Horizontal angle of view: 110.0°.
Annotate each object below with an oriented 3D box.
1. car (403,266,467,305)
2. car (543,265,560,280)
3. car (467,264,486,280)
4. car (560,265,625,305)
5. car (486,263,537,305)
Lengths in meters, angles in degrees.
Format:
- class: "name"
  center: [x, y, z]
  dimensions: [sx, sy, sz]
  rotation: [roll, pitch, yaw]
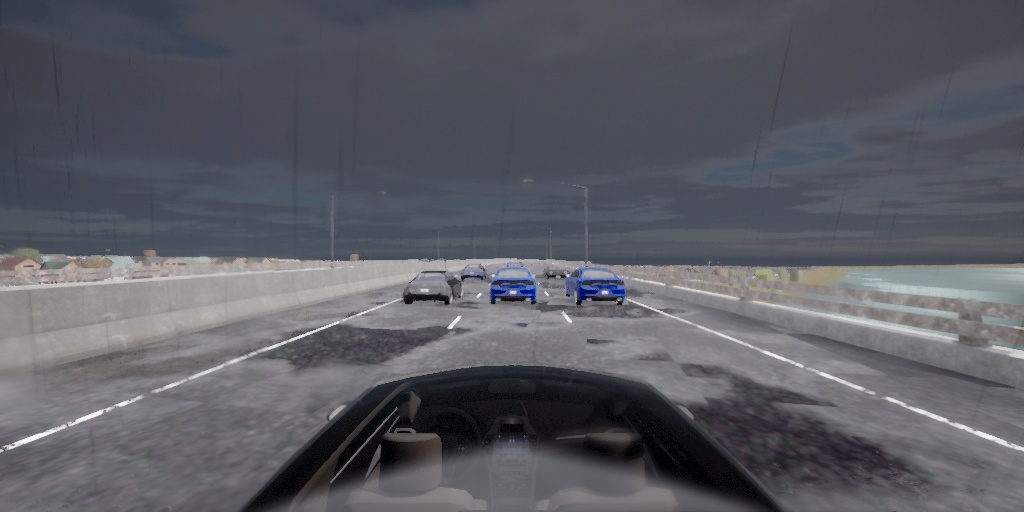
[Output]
- class: "car"
  center: [-3.437, 1.327, 16.190]
  dimensions: [1.994, 1.385, 4.181]
  rotation: [0, 0, 0]
- class: "car"
  center: [3.754, 1.390, 31.055]
  dimensions: [1.895, 1.301, 4.718]
  rotation: [0, 0, 1]
- class: "car"
  center: [-3.245, 1.346, 31.144]
  dimensions: [1.994, 1.385, 4.181]
  rotation: [0, 0, 1]
- class: "car"
  center: [3.563, 1.239, 16.131]
  dimensions: [1.882, 1.535, 5.008]
  rotation: [0, 0, 0]
- class: "car"
  center: [0.063, 1.239, 16.161]
  dimensions: [1.882, 1.535, 5.008]
  rotation: [0, 0, 0]
